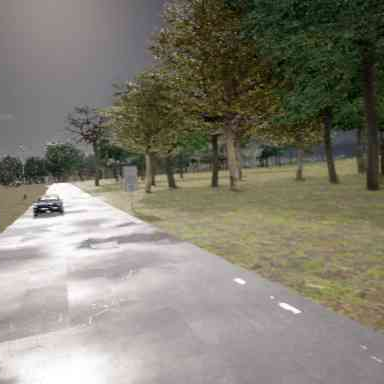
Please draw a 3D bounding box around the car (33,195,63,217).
[{"bbox_3d":[-10.390,0.926,24.161,1.895,1.301,4.718,-5,3,-21],"label":"car"}]
